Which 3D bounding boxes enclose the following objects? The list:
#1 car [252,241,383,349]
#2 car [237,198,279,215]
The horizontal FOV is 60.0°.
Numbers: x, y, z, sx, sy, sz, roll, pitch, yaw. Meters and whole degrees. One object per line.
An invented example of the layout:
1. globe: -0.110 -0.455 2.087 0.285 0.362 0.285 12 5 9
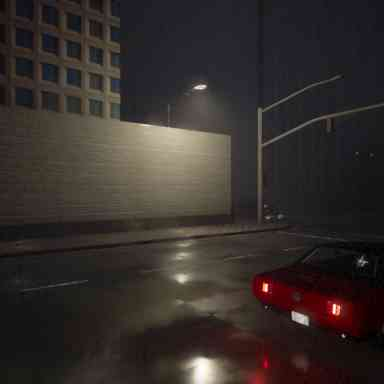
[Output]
1. car: 3.440 1.601 6.238 4.718 1.301 1.895 0 0 -35
2. car: 6.848 1.407 34.698 2.097 1.767 4.553 0 0 -35
